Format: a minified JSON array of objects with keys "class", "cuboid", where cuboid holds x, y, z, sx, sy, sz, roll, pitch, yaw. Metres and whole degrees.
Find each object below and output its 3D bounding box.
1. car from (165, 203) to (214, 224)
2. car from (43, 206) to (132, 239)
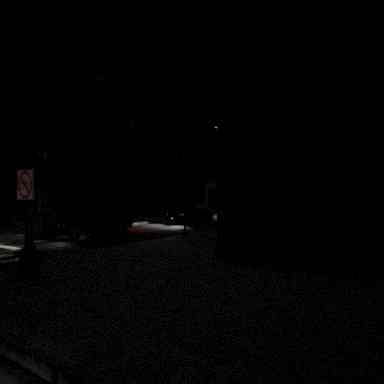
[{"class":"car","cuboid":[-0.048,1.584,25.416,1.812,1.442,4.674,0,0,35]},{"class":"car","cuboid":[-5.425,1.518,17.863,1.882,1.535,5.008,0,0,35]}]
